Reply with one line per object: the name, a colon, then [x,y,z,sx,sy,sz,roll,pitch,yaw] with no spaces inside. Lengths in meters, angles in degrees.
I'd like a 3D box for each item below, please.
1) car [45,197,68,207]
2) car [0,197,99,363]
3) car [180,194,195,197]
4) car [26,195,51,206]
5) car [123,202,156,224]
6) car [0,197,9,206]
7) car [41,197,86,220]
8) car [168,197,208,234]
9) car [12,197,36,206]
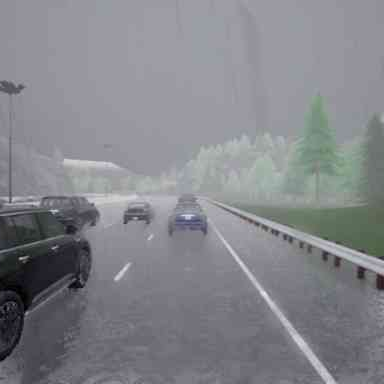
car: [-21.904,1.570,53.802,1.994,1.385,4.181,0,0,0]
car: [-3.546,1.223,5.973,2.150,2.045,5.566,0,0,-1]
car: [-0.534,1.221,39.307,2.150,2.045,5.566,0,0,-1]
car: [-25.416,1.360,55.175,2.097,1.767,4.553,0,0,0]
car: [-3.817,1.506,24.543,1.837,1.490,4.892,0,0,-1]
car: [-32.399,1.573,54.962,1.994,1.385,4.181,0,0,0]
car: [-10.878,1.355,28.544,2.097,1.767,4.553,0,0,-1]
car: [-0.238,1.352,19.182,2.097,1.767,4.553,0,0,-1]
car: [-28.927,1.571,57.289,1.994,1.385,4.181,0,0,0]
